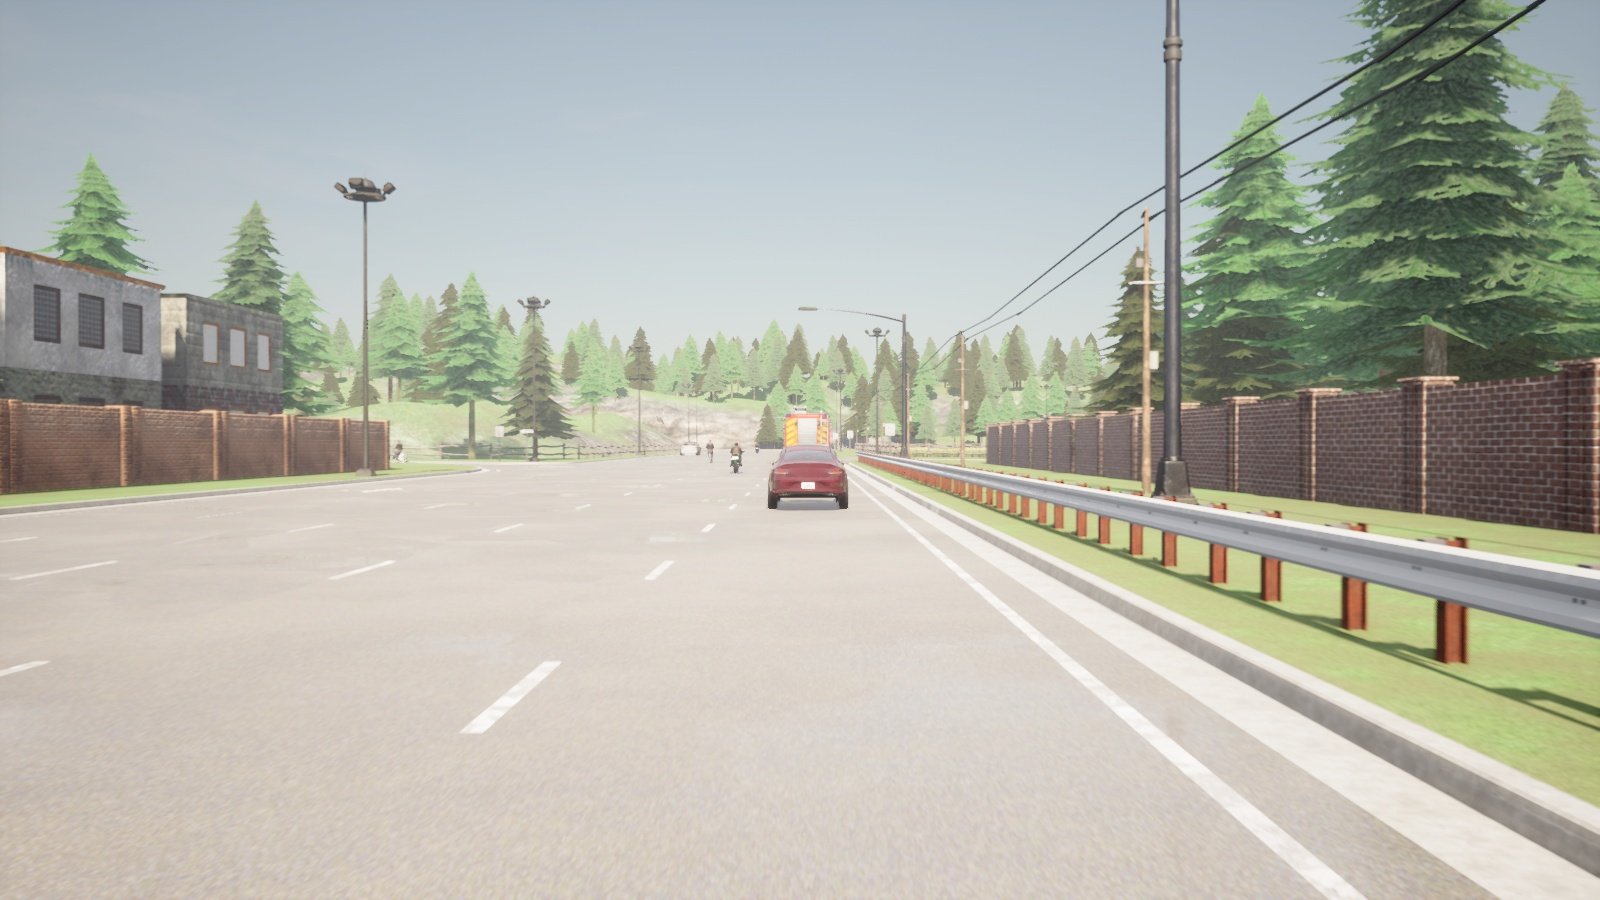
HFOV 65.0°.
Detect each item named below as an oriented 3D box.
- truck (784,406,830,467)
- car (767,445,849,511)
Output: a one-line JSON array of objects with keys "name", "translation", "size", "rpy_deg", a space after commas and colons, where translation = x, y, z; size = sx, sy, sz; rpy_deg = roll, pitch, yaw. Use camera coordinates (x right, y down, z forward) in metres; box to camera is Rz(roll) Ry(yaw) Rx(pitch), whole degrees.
[{"name": "truck", "translation": [0.492, -0.885, 83.012], "size": [2.891, 3.827, 8.468], "rpy_deg": [0, 0, 0]}, {"name": "car", "translation": [0.190, 0.604, 29.933], "size": [1.812, 1.442, 4.674], "rpy_deg": [0, 0, 0]}]
